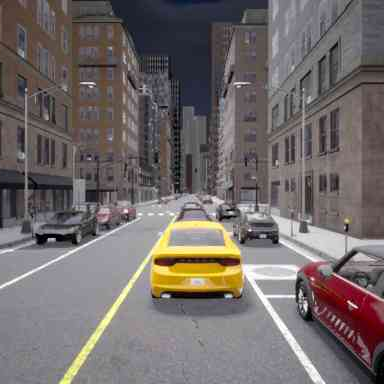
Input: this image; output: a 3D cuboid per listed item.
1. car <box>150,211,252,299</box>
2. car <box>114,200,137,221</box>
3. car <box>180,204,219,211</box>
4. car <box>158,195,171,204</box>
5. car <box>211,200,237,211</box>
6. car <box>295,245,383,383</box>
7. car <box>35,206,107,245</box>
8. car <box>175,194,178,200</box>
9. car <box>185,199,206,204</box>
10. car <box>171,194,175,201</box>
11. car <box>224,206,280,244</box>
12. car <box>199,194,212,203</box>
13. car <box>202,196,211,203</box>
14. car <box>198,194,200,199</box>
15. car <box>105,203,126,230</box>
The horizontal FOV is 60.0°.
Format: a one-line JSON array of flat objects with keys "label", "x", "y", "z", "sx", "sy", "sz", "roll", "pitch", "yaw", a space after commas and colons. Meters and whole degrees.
[{"label": "car", "x": 0.099, "y": 1.478, "z": 8.512, "sx": 1.882, "sy": 1.535, "sz": 5.008, "roll": 0, "pitch": 0, "yaw": 0}, {"label": "car", "x": -5.656, "y": 1.443, "z": 26.593, "sx": 1.967, "sy": 1.590, "sz": 4.097, "roll": 0, "pitch": 0, "yaw": 0}, {"label": "car", "x": 0.116, "y": 1.565, "z": 17.506, "sx": 1.994, "sy": 1.385, "sz": 4.181, "roll": 0, "pitch": 0, "yaw": 0}, {"label": "car", "x": -5.601, "y": 1.625, "z": 63.695, "sx": 1.802, "sy": 1.307, "sz": 4.206, "roll": 0, "pitch": 0, "yaw": 0}, {"label": "car", "x": 2.870, "y": 1.569, "z": 26.588, "sx": 1.947, "sy": 1.339, "sz": 4.313, "roll": 0, "pitch": 0, "yaw": 0}, {"label": "car", "x": 2.858, "y": 1.440, "z": 4.582, "sx": 1.967, "sy": 1.590, "sz": 4.097, "roll": 0, "pitch": 0, "yaw": 0}, {"label": "car", "x": -5.661, "y": 1.567, "z": 15.590, "sx": 1.947, "sy": 1.339, "sz": 4.313, "roll": 0, "pitch": 0, "yaw": 0}, {"label": "car", "x": -5.539, "y": 1.636, "z": 90.568, "sx": 1.752, "sy": 1.417, "sz": 4.829, "roll": 0, "pitch": 0, "yaw": 0}, {"label": "car", "x": 0.014, "y": 1.529, "z": 26.317, "sx": 1.812, "sy": 1.442, "sz": 4.674, "roll": 0, "pitch": 0, "yaw": 2}, {"label": "car", "x": -5.576, "y": 1.615, "z": 74.512, "sx": 2.008, "sy": 1.369, "sz": 4.403, "roll": 0, "pitch": 0, "yaw": 0}, {"label": "car", "x": 2.864, "y": 1.552, "z": 15.585, "sx": 2.008, "sy": 1.369, "sz": 4.403, "roll": 0, "pitch": 0, "yaw": 0}, {"label": "car", "x": 2.923, "y": 1.483, "z": 63.678, "sx": 1.967, "sy": 1.590, "sz": 4.097, "roll": 0, "pitch": 0, "yaw": 0}, {"label": "car", "x": 2.936, "y": 1.579, "z": 69.257, "sx": 1.752, "sy": 1.417, "sz": 4.829, "roll": 0, "pitch": 0, "yaw": 0}, {"label": "car", "x": 2.949, "y": 1.615, "z": 74.496, "sx": 2.008, "sy": 1.369, "sz": 4.403, "roll": 0, "pitch": 0, "yaw": 0}, {"label": "car", "x": -5.658, "y": 1.584, "z": 21.091, "sx": 1.802, "sy": 1.307, "sz": 4.206, "roll": 0, "pitch": 0, "yaw": 0}]
